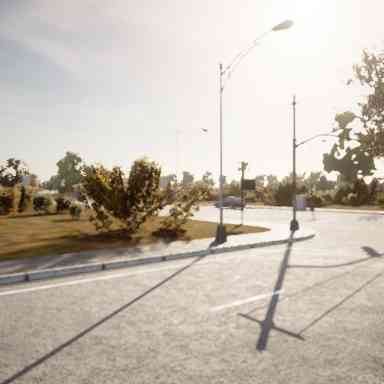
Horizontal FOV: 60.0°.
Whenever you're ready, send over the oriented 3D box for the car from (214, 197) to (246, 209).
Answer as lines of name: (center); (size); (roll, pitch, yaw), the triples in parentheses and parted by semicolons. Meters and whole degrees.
car: (4.906, 1.411, 43.293); (1.812, 1.442, 4.674); (0, 0, -39)
